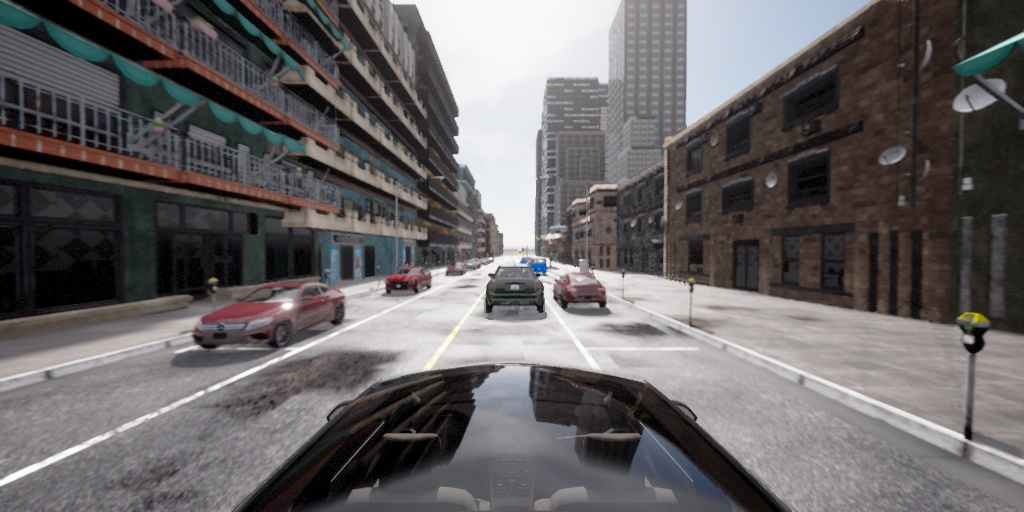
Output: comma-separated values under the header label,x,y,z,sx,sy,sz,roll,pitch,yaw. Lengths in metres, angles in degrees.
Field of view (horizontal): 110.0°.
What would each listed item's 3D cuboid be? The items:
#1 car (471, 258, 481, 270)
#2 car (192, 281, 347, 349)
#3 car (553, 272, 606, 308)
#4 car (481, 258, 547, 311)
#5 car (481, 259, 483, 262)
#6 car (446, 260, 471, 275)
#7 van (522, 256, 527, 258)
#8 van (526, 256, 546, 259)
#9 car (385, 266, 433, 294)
label,x,y,z,sx,sy,sz,roll,pitch,yaw
car,-5.693,1.216,48.157,2.007,1.370,4.403,0,0,0
car,-5.692,1.320,9.093,1.802,1.307,4.207,0,0,0
car,2.689,1.311,14.719,1.802,1.307,4.207,0,0,0
car,0.099,1.081,14.387,2.097,1.767,4.553,0,0,0
car,-5.693,1.092,53.737,1.967,1.591,4.097,0,0,0
car,-5.693,1.269,36.995,1.802,1.307,4.207,0,0,0
van,2.687,0.981,59.361,1.690,1.789,3.998,0,0,0
van,2.688,1.028,37.039,1.690,1.789,3.998,0,0,0
car,-5.692,1.264,20.254,1.888,1.381,4.507,0,0,0
